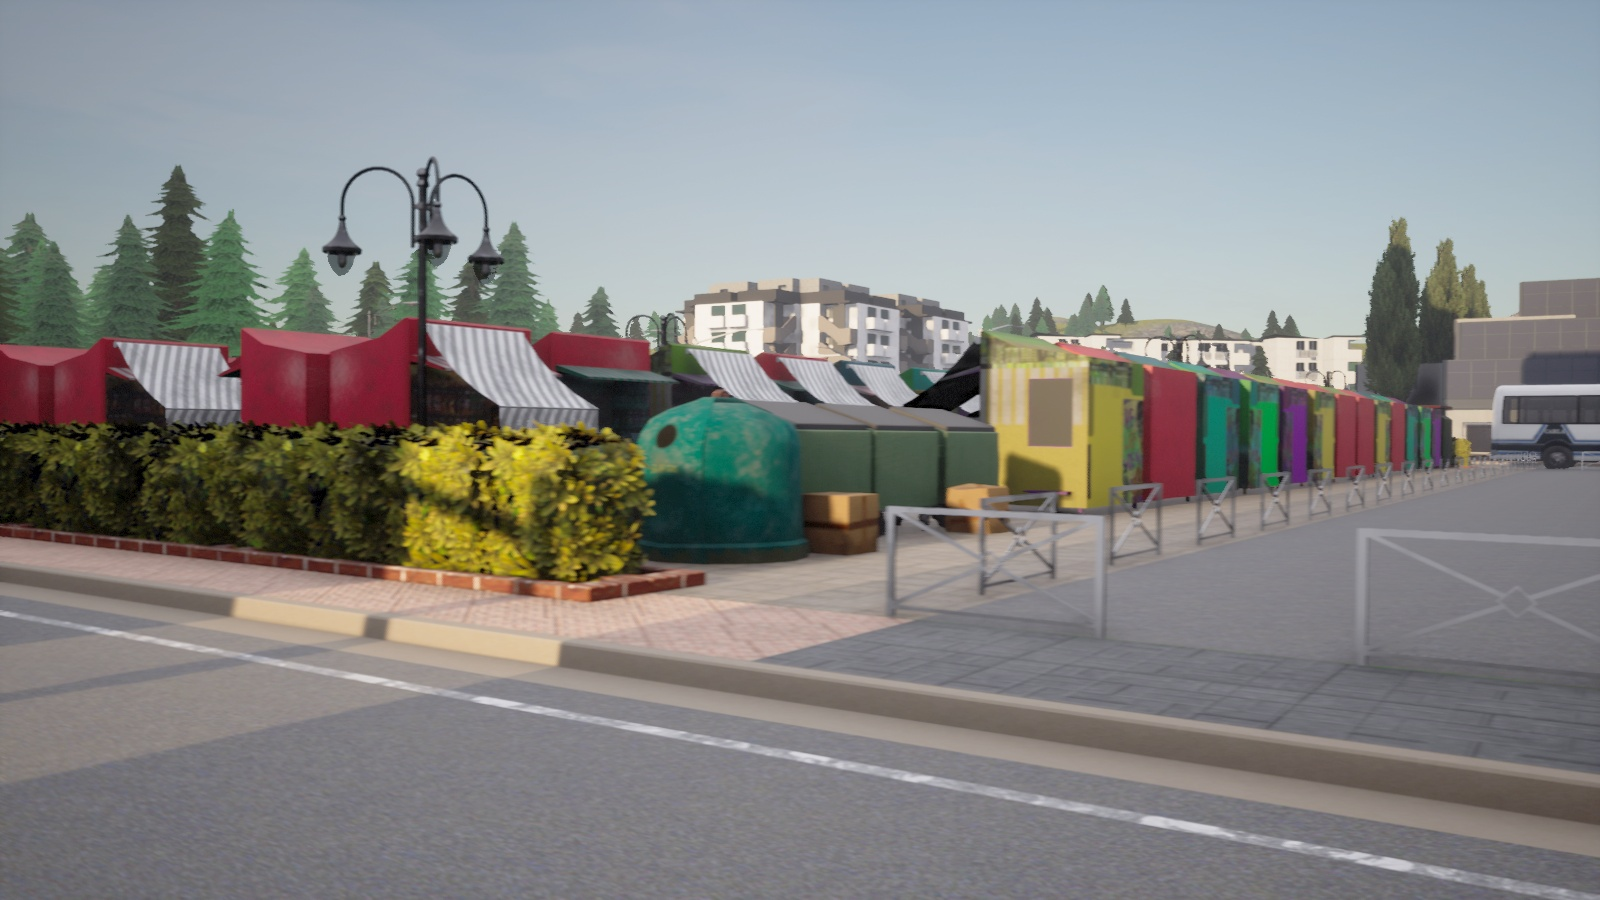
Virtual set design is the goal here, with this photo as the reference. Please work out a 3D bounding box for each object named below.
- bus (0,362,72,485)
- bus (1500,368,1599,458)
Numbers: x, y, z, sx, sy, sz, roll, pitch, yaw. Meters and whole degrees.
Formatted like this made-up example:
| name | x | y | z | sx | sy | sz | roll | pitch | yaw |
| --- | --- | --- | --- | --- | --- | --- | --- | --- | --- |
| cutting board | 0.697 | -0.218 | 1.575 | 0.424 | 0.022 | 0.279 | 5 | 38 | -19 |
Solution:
| name | x | y | z | sx | sy | sz | roll | pitch | yaw |
| --- | --- | --- | --- | --- | --- | --- | --- | --- | --- |
| bus | -30.829 | -0.887 | 42.216 | 3.944 | 4.253 | 10.273 | 0 | 1 | 34 |
| bus | 39.821 | -1.776 | 60.468 | 10.273 | 4.253 | 3.944 | 0 | 1 | 35 |
